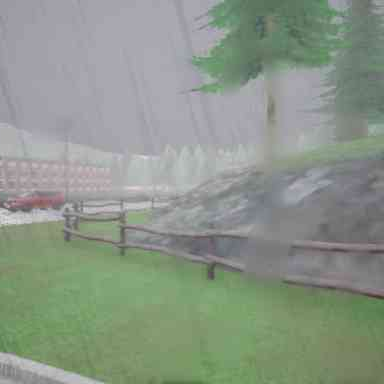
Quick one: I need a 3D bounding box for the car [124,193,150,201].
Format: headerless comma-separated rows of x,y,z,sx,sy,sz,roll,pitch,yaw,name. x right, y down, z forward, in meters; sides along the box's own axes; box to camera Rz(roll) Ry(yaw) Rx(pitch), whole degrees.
-9.403,0.885,57.410,2.033,1.411,5.357,0,1,28,car

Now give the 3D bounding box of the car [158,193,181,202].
-3.592,0.854,53.446,2.128,1.511,4.902,0,1,28,car

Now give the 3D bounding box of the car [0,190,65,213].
-14.973,0.887,32.027,2.150,2.045,5.566,0,1,28,car
